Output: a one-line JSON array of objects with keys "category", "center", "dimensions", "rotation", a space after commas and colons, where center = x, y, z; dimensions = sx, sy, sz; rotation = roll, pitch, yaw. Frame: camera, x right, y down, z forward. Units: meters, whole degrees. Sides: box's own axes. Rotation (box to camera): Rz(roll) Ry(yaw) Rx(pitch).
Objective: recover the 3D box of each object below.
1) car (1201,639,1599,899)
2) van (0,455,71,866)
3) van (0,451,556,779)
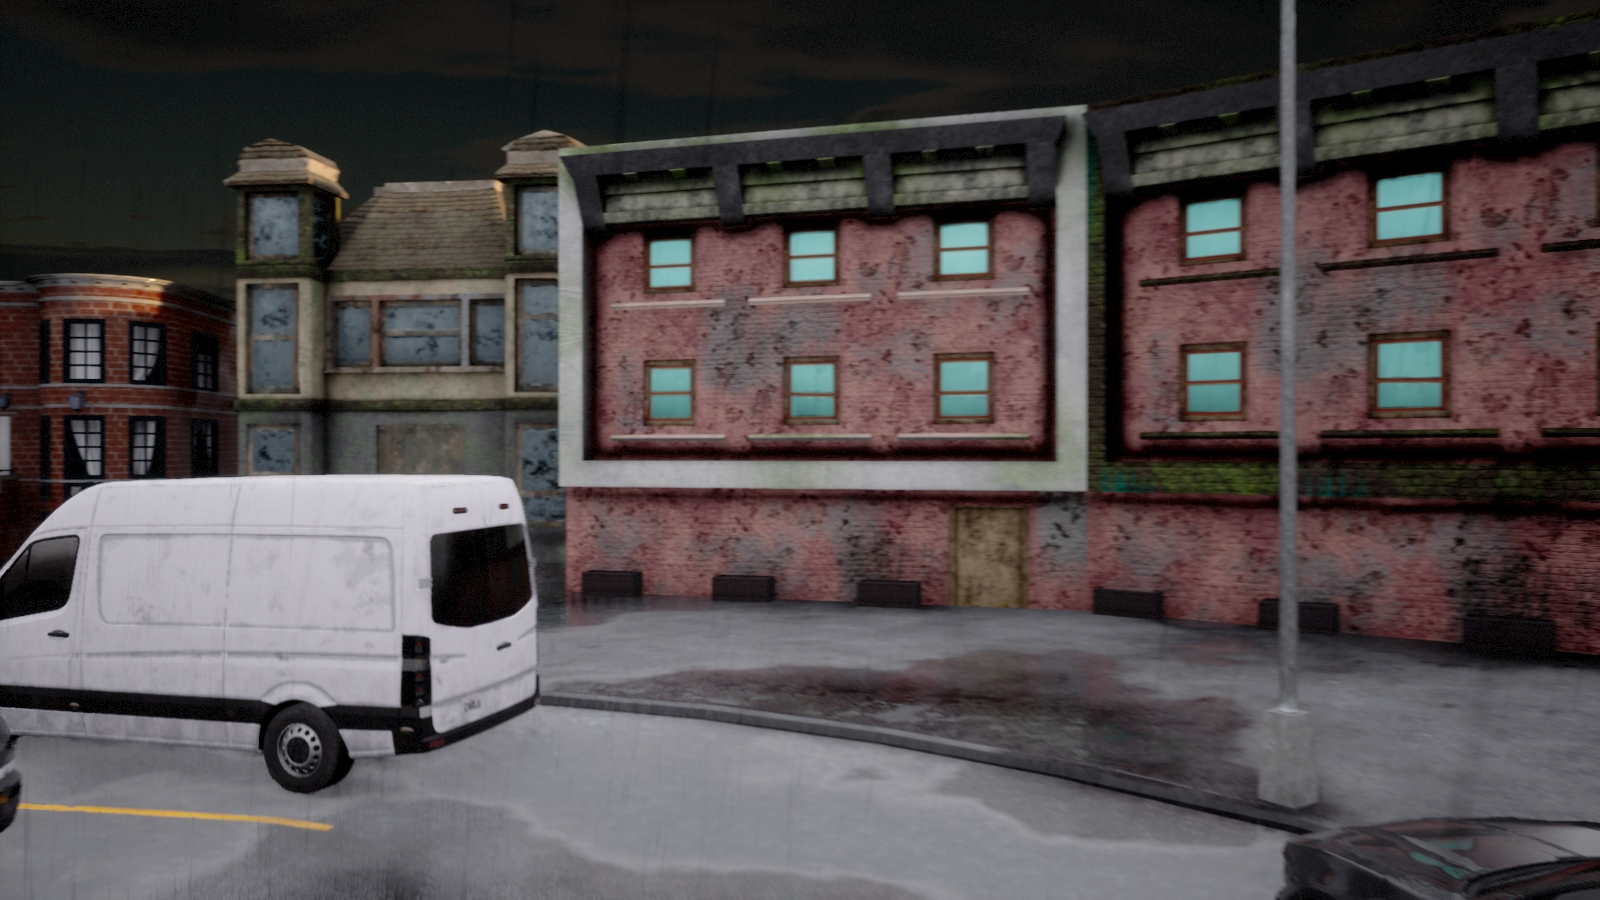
[{"category": "car", "center": [3.566, 1.811, 3.663], "dimensions": [2.097, 1.535, 5.006], "rotation": [0, 0, -10]}, {"category": "van", "center": [-7.981, 1.317, 7.067], "dimensions": [5.915, 2.561, 1.988], "rotation": [0, 0, 6]}, {"category": "van", "center": [-5.443, 1.312, 10.722], "dimensions": [5.915, 2.561, 1.988], "rotation": [0, 0, 17]}]
